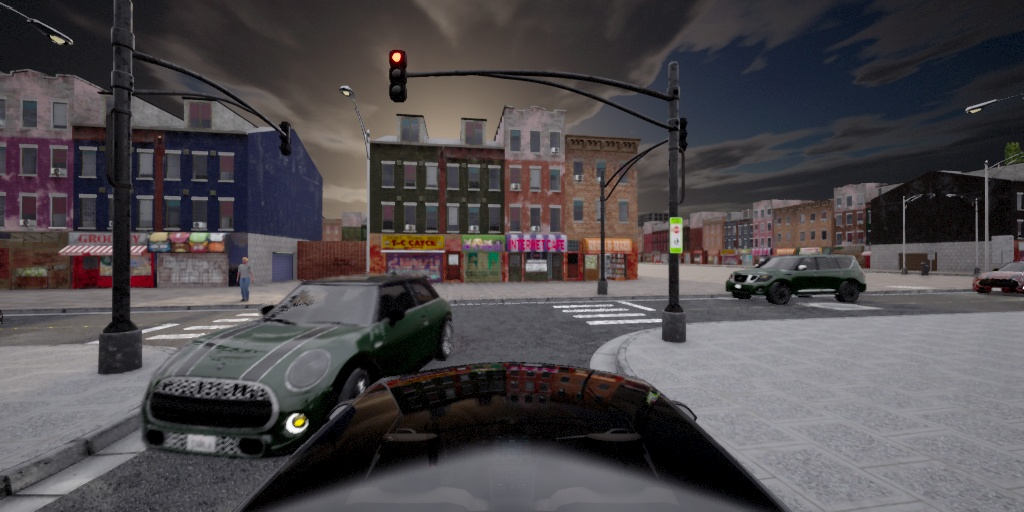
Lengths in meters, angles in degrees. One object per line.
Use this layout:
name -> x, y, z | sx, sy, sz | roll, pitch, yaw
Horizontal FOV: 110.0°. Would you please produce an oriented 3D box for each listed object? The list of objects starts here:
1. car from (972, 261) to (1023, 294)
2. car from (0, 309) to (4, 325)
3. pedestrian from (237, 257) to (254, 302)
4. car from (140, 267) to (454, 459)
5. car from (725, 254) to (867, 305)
car -> 25.763, 1.041, 17.755 | 4.553, 1.767, 2.097 | 0, 0, -9
car -> -15.411, 1.277, 8.354 | 4.902, 1.511, 2.128 | 0, 0, -8
pedestrian -> -11.107, 0.945, 14.948 | 0.375, 1.860, 0.375 | 0, 0, -9
car -> -2.485, 1.102, 5.468 | 2.097, 1.767, 4.553 | 0, 0, 9
car -> 12.352, 0.946, 15.682 | 5.566, 2.045, 2.150 | 0, 0, -9
